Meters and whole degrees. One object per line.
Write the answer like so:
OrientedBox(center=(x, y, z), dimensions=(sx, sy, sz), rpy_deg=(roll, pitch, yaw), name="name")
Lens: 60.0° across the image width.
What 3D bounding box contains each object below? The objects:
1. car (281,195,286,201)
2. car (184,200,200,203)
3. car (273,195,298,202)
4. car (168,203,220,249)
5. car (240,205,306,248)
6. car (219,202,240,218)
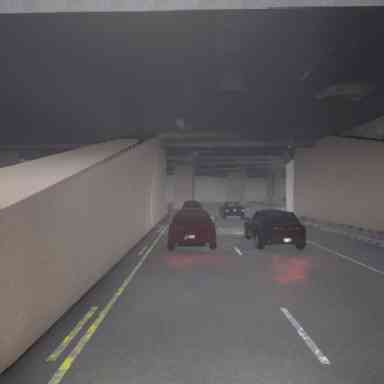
OrientedBox(center=(22.367, 1.440, 71.889), dimensions=(5.008, 1.535, 1.882), rpy_deg=(0, 0, -25), name="car")
OrientedBox(center=(0.000, 1.517, 29.650), dimensions=(1.837, 1.490, 4.892), rpy_deg=(0, 0, 0), name="car")
OrientedBox(center=(21.153, 1.493, 75.173), dimensions=(5.357, 1.411, 2.033), rpy_deg=(0, 0, -25), name="car")
OrientedBox(center=(0.000, 1.485, 14.650), dimensions=(1.882, 1.535, 5.008), rpy_deg=(0, 0, 0), name="car")
OrientedBox(center=(3.500, 1.517, 14.650), dimensions=(1.837, 1.490, 4.892), rpy_deg=(0, 0, 0), name="car")
OrientedBox(center=(3.500, 1.564, 29.650), dimensions=(2.033, 1.411, 5.357), rpy_deg=(0, 0, 0), name="car")
